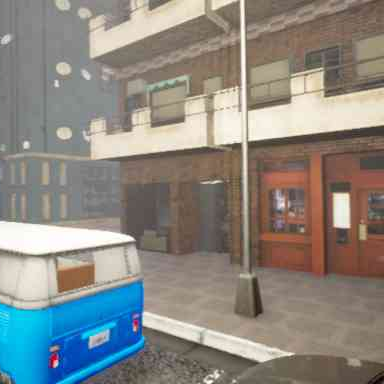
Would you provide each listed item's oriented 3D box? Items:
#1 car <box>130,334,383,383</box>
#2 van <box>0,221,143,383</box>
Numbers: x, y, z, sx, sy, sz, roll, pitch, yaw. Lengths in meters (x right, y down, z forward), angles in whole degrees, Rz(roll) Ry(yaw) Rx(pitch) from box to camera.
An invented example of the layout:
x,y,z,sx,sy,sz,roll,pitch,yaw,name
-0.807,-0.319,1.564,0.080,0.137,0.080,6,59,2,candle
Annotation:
x,y,z,sx,sy,sz,roll,pitch,yaw,name
2.033,1.547,1.439,4.403,1.369,2.008,0,-1,36,car
-2.506,1.359,4.683,3.998,1.788,1.690,0,-1,36,van
